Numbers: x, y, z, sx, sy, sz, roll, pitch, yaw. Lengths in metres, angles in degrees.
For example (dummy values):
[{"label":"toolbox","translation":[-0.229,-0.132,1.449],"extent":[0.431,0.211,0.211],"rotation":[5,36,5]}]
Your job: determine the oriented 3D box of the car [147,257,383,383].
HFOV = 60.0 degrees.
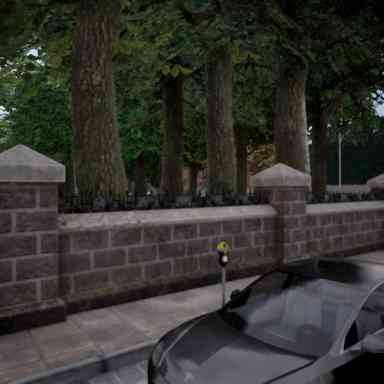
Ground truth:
[{"label":"car","translation":[1.579,1.565,3.945],"extent":[4.313,1.339,1.947],"rotation":[0,-1,-36]}]
